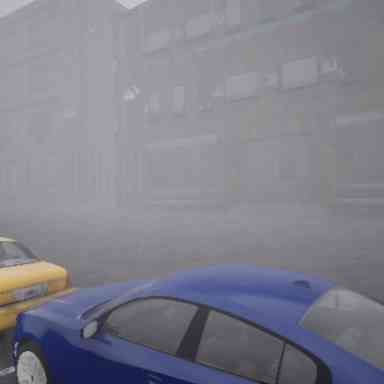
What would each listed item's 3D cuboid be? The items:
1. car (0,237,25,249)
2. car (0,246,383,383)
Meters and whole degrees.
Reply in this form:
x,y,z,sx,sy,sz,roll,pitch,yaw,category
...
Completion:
x,y,z,sx,sy,sz,roll,pitch,yaw,category
-4.510,1.480,6.460,5.366,1.575,1.946,0,0,35,car
0.219,1.481,3.183,5.008,1.535,2.097,0,0,36,car
